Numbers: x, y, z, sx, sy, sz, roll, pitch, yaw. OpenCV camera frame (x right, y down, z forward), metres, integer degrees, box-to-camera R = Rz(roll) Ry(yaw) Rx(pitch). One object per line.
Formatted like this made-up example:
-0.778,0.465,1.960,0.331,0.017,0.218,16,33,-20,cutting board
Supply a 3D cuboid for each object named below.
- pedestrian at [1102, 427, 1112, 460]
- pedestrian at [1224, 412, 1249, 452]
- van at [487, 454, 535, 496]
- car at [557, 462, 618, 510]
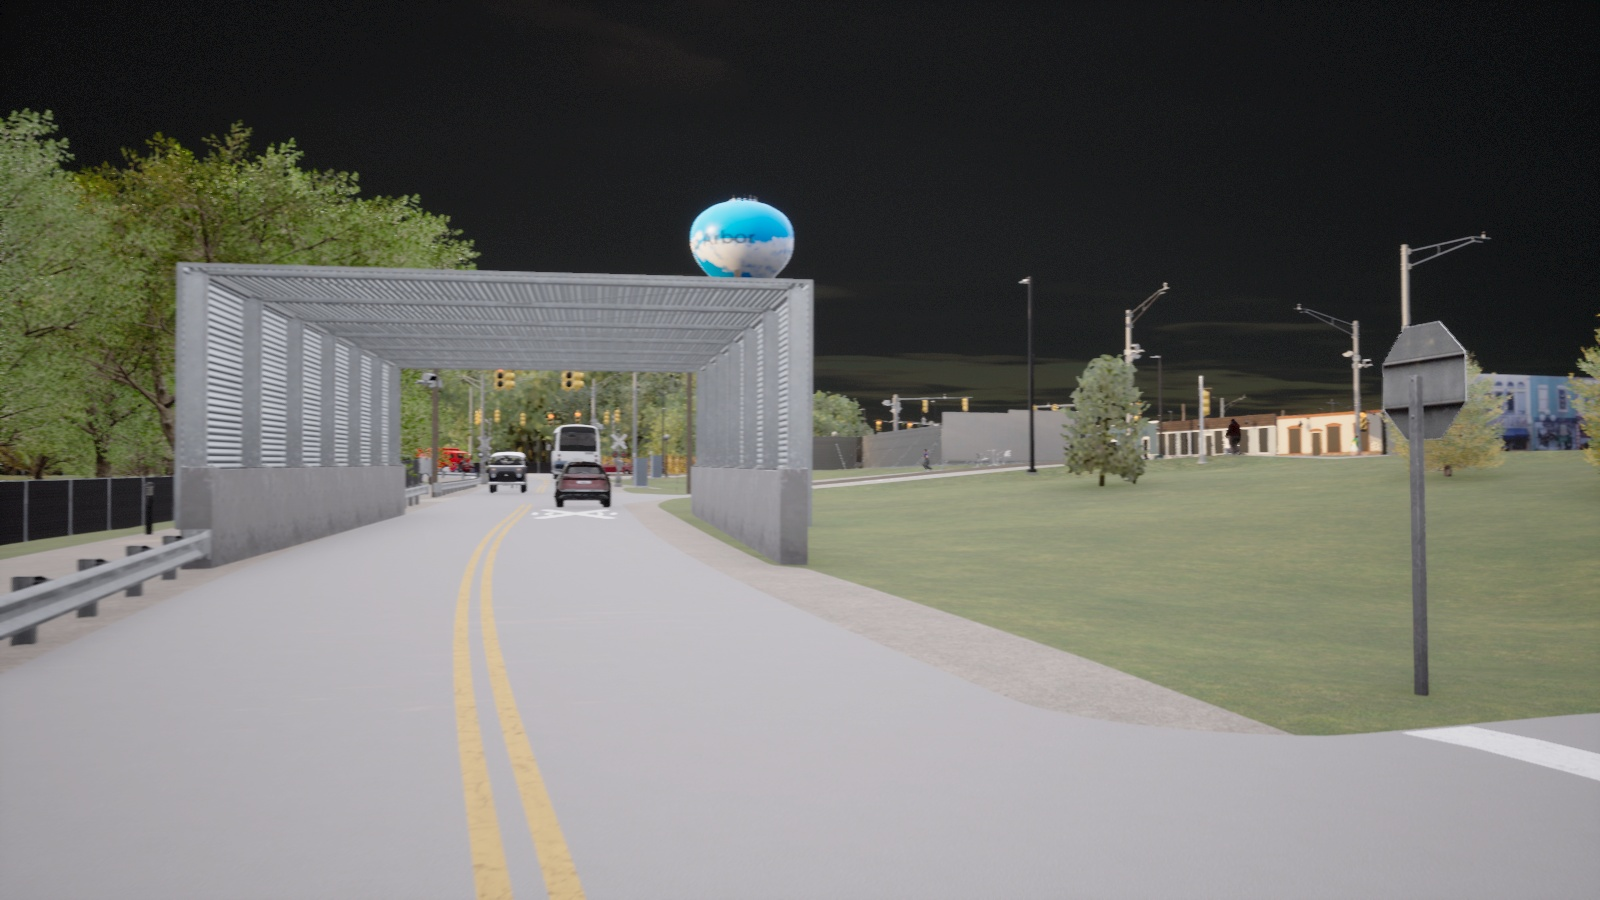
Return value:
17.586,-0.352,71.945,0.353,1.847,0.614,0,-2,-6,pedestrian
20.746,-0.843,59.654,0.634,1.844,0.899,0,-2,-24,pedestrian
-14.457,1.227,63.041,2.069,2.038,4.480,0,0,-10,van
-7.676,1.245,44.992,2.033,1.649,4.856,0,-1,-11,car
